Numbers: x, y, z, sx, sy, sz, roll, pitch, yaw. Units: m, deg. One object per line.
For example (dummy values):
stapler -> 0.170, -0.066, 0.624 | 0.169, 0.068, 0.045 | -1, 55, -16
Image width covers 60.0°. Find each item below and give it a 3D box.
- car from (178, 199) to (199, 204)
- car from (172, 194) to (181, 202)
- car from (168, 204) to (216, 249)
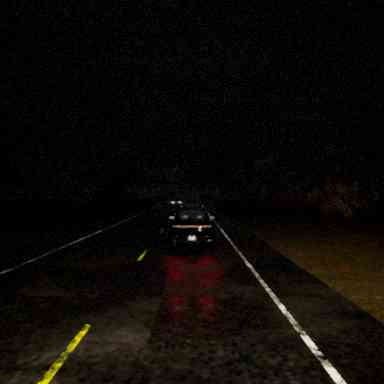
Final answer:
car -> 0.000, 1.555, 29.649 | 2.033, 1.411, 5.357 | 0, 0, 0
car -> -3.500, 1.256, 75.965 | 2.097, 1.767, 4.553 | 0, 0, 0
car -> 0.000, 1.495, 14.650 | 2.128, 1.511, 4.902 | 0, 0, 0
